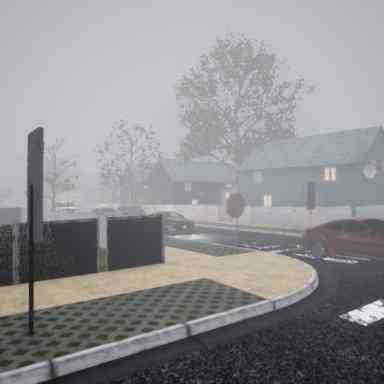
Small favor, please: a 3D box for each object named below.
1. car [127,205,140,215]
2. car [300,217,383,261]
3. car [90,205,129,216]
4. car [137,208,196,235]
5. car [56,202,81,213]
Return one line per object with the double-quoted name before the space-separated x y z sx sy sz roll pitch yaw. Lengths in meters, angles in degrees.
"car" -6.622 2.099 33.911 2.097 1.767 4.553 1 -2 -35
"car" 5.877 1.595 11.125 1.812 1.442 4.674 0 -2 -35
"car" -7.965 2.179 30.717 1.837 1.490 4.892 1 -1 -35
"car" -1.589 1.972 21.688 1.994 1.385 4.181 1 -2 -35
"car" -15.702 2.230 41.725 2.150 2.045 5.566 1 -2 -34
